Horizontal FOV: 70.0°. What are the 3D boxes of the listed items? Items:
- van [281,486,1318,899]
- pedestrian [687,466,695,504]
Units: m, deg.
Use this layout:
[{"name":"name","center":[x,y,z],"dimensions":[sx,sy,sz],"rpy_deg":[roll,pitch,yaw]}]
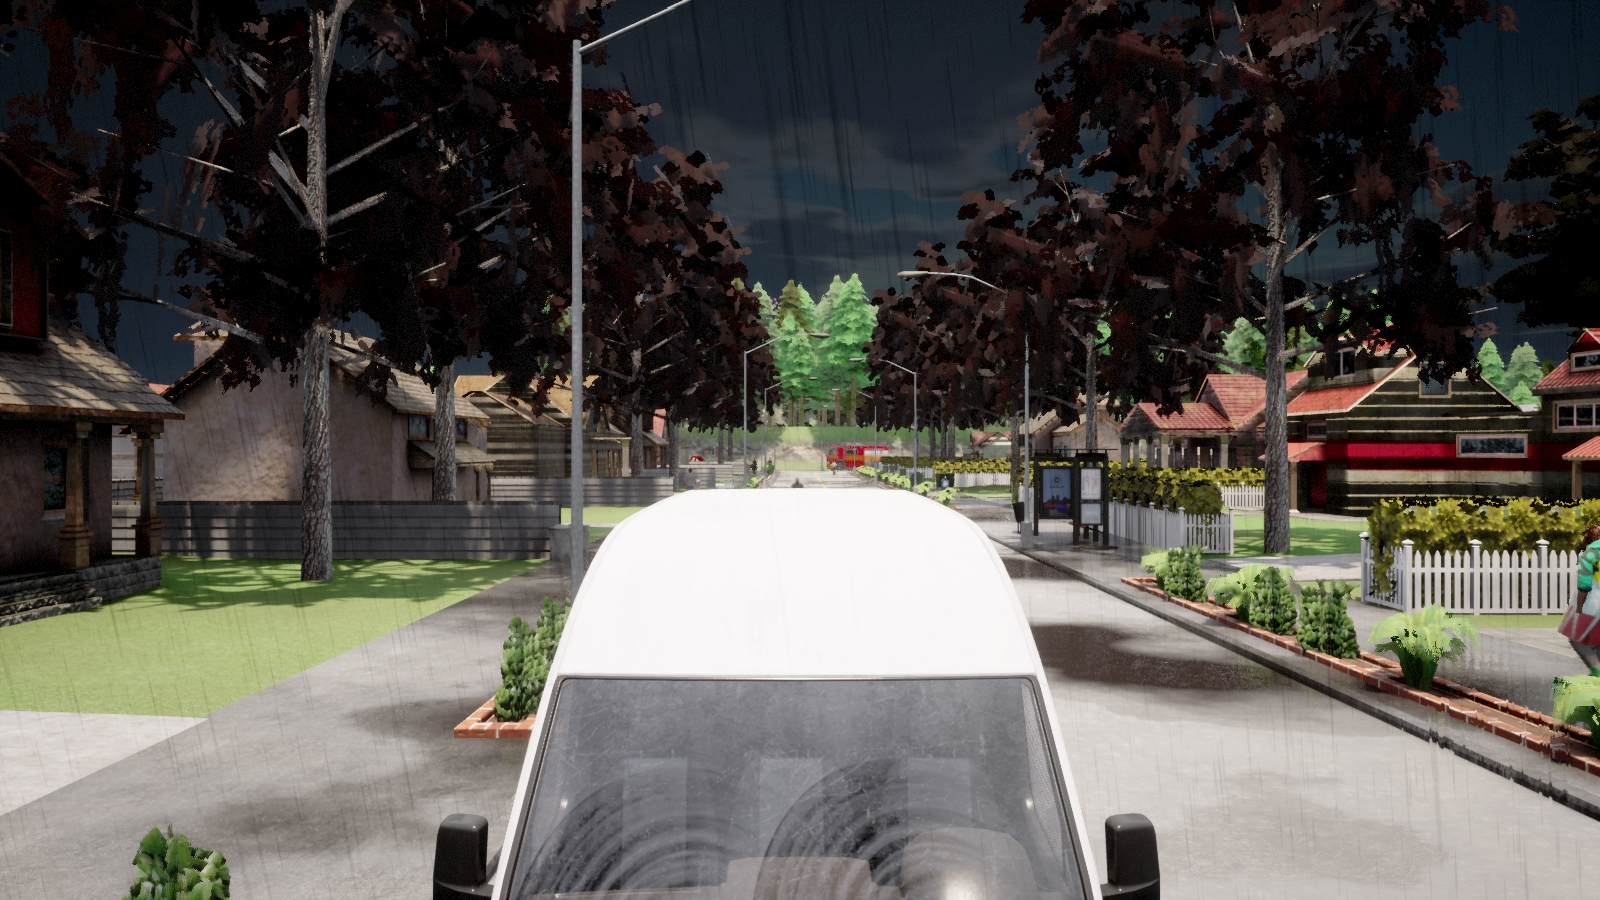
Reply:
[{"name":"van","center":[-0.006,1.534,5.149],"dimensions":[1.988,2.561,5.915],"rpy_deg":[0,0,0]},{"name":"pedestrian","center":[-5.389,1.743,56.316],"dimensions":[0.375,1.860,0.375],"rpy_deg":[0,0,-2]}]
